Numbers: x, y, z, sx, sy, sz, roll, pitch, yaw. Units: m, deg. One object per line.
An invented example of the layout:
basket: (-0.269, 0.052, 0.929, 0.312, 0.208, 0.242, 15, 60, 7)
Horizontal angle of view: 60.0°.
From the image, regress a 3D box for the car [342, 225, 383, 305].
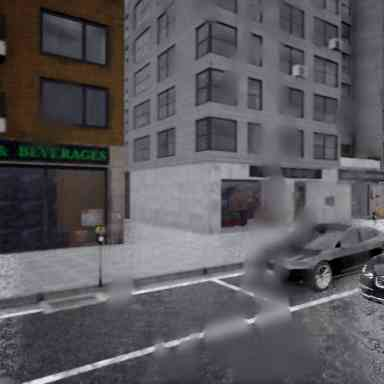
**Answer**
car: (5.463, 1.457, 6.885, 4.892, 1.490, 1.837, 0, 1, -33)

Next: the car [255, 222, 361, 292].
car: (3.620, 1.501, 8.750, 4.313, 1.339, 1.947, 0, 1, -33)
